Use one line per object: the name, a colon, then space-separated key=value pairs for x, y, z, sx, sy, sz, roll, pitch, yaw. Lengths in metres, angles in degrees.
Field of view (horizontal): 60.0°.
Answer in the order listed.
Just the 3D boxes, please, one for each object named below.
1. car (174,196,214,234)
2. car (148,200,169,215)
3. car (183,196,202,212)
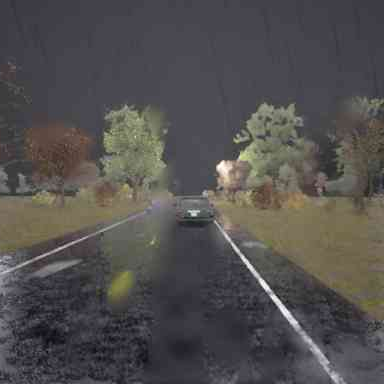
car: x=0.099 y=1.231 z=19.482 sx=2.150 sy=2.045 sz=5.566 roll=0 pitch=0 yaw=0
car: x=-3.503 y=1.553 z=35.015 sx=1.812 sy=1.442 sz=4.674 roll=0 pitch=0 yaw=0
car: x=0.097 y=1.380 z=39.253 sx=2.097 sy=1.767 sz=4.553 roll=0 pitch=0 yaw=0
